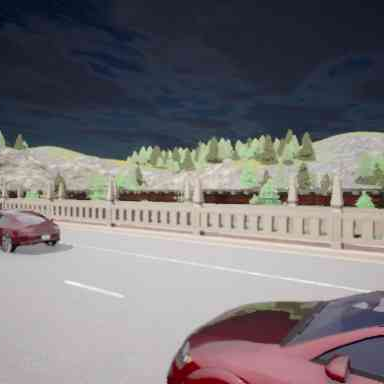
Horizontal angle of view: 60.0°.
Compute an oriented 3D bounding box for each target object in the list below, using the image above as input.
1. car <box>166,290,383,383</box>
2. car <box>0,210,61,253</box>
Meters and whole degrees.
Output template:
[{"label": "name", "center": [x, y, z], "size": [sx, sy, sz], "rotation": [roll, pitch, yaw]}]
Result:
[{"label": "car", "center": [1.809, 1.564, 2.702], "size": [4.181, 1.385, 1.994], "rotation": [0, 0, 36]}, {"label": "car", "center": [-7.170, 1.472, 13.407], "size": [4.674, 1.442, 1.812], "rotation": [0, 0, 36]}]
